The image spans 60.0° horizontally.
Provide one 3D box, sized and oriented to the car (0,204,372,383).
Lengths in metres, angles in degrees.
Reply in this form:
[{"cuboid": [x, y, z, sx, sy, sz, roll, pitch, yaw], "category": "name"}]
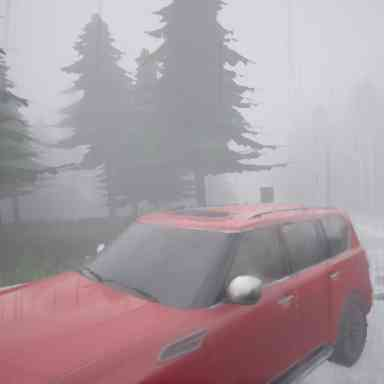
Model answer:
[{"cuboid": [0.234, 1.211, 3.928, 5.566, 2.045, 2.150, 0, 0, -44], "category": "car"}]
